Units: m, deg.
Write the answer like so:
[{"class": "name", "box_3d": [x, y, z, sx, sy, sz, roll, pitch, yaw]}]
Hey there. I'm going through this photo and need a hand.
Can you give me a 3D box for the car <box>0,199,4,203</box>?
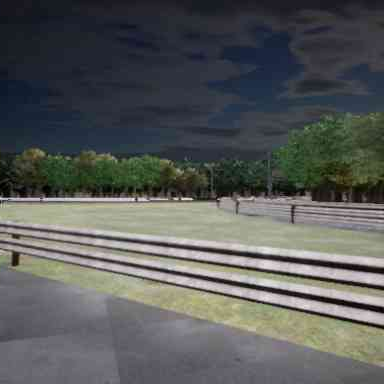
[{"class": "car", "box_3d": [-45.458, 1.839, 75.932, 5.008, 1.535, 1.882, 0, 0, 2]}]
